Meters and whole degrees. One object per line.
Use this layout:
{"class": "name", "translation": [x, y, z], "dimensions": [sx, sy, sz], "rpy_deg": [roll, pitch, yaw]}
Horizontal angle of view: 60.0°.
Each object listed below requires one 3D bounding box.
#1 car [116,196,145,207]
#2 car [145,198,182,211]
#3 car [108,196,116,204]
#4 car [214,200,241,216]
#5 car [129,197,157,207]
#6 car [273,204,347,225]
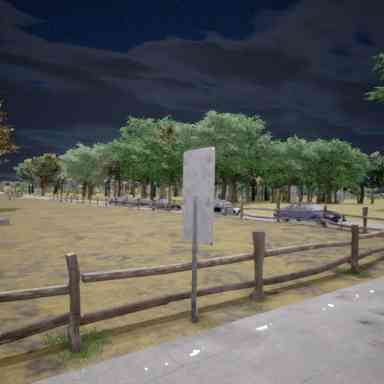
{"class": "car", "translation": [-9.338, 1.513, 49.809], "dimensions": [1.837, 1.490, 4.892], "rpy_deg": [2, -1, -35]}
{"class": "car", "translation": [-3.425, 1.559, 41.455], "dimensions": [2.033, 1.411, 5.357], "rpy_deg": [2, -1, -35]}
{"class": "car", "translation": [-13.653, 1.552, 60.668], "dimensions": [2.128, 1.511, 4.902], "rpy_deg": [2, -1, -36]}
{"class": "car", "translation": [2.748, 1.508, 32.815], "dimensions": [2.128, 1.511, 4.902], "rpy_deg": [2, -1, -36]}
{"class": "car", "translation": [-7.797, 1.628, 52.555], "dimensions": [2.033, 1.411, 5.357], "rpy_deg": [2, -1, -35]}
{"class": "car", "translation": [8.535, 1.567, 24.658], "dimensions": [2.033, 1.411, 5.357], "rpy_deg": [2, -1, -34]}
